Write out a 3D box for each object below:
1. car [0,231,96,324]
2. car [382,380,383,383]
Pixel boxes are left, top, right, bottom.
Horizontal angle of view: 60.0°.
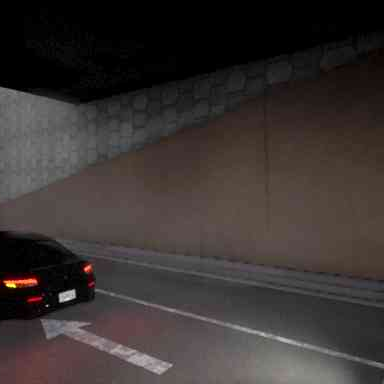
[{"bbox_3d":[-3.900,1.524,6.757,4.674,1.442,1.812,0,0,36],"label":"car"},{"bbox_3d":[3.540,1.505,1.388,4.892,1.490,1.837,0,0,36],"label":"car"}]
